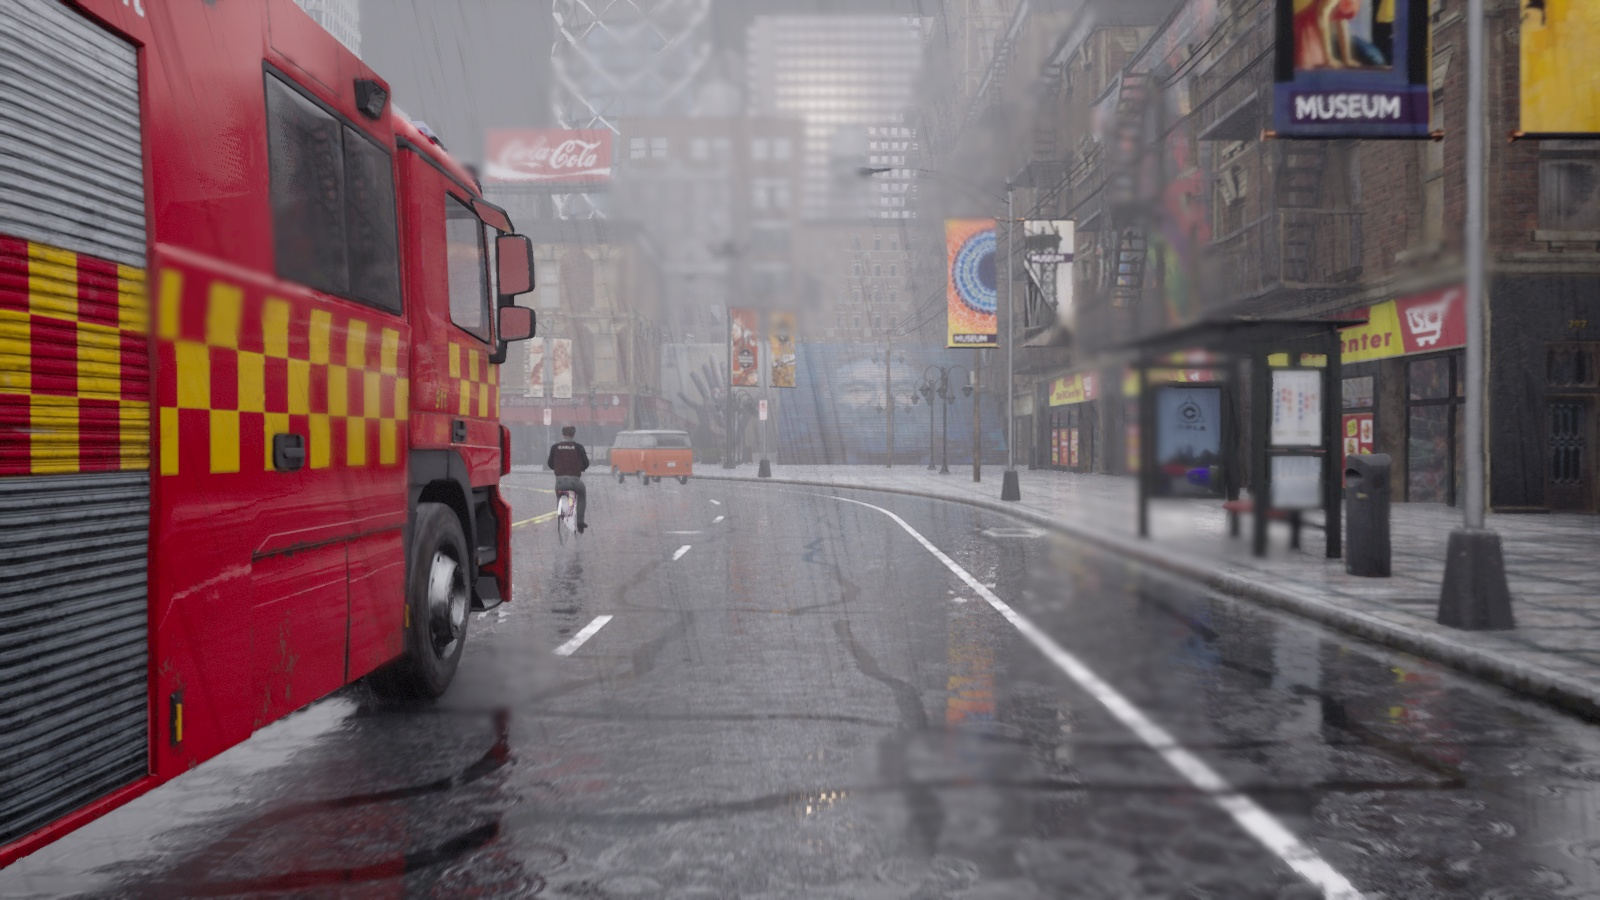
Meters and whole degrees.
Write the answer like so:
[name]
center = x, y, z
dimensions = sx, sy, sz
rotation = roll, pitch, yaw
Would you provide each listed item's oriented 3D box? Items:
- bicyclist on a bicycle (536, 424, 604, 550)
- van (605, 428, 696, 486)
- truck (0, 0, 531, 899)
[bicyclist on a bicycle]
center = -3.378, 0.510, 18.563
dimensions = 0.659, 1.776, 1.843
rotation = 0, 1, 0
[van]
center = -5.522, 0.236, 45.825
dimensions = 1.775, 1.987, 4.442
rotation = 0, 0, -28
[truck]
center = -3.455, -0.449, 5.028
dimensions = 2.891, 3.827, 8.468
rotation = 0, 0, 0
